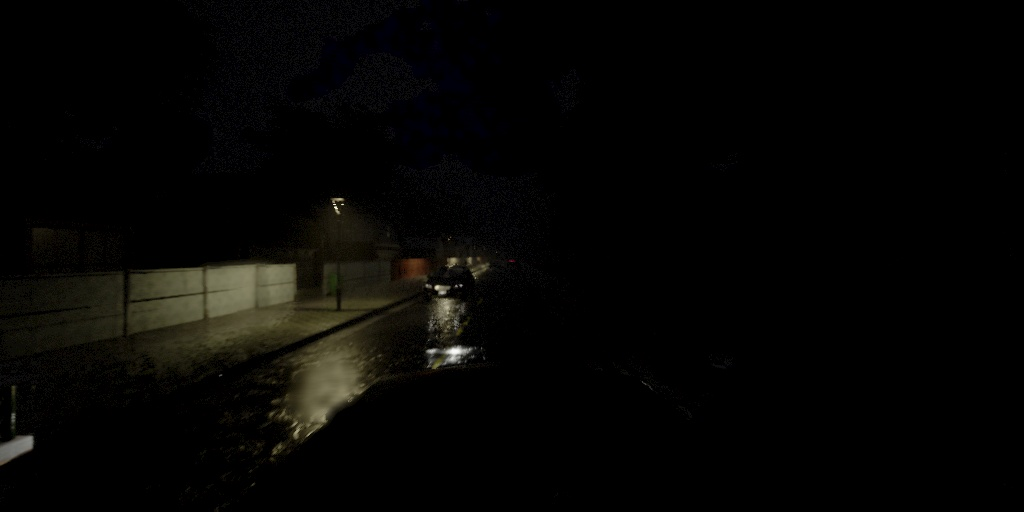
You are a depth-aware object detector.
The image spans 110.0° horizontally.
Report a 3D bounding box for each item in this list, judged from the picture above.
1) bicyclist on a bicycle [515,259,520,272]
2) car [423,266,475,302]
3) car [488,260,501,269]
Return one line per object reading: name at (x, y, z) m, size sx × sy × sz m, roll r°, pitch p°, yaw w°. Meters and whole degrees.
bicyclist on a bicycle at (0.748, 1.187, 44.127) m, size 0.582 × 1.620 × 1.656 m, roll 0°, pitch 0°, yaw 0°
car at (-2.852, 1.230, 17.123) m, size 2.128 × 1.511 × 4.902 m, roll 0°, pitch 0°, yaw 0°
car at (-2.807, 1.288, 57.945) m, size 2.033 × 1.411 × 5.357 m, roll 0°, pitch 0°, yaw 1°
